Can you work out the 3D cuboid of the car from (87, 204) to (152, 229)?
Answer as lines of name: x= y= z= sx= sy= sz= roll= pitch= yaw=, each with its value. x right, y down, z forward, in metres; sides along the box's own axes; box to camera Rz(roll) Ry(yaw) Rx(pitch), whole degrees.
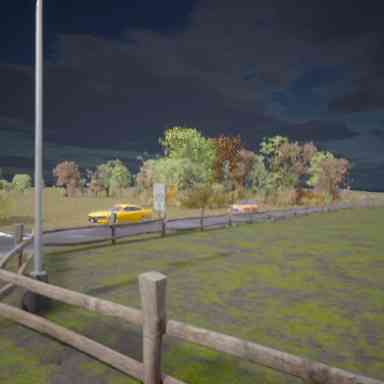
car: x=-4.972 y=1.610 z=23.390 sx=1.882 sy=1.535 sz=5.008 roll=1 pitch=0 yaw=35

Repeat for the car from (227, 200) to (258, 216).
car: x=5.881 y=1.755 z=38.608 sx=2.097 sy=1.767 sz=4.553 roll=1 pitch=0 yaw=36
